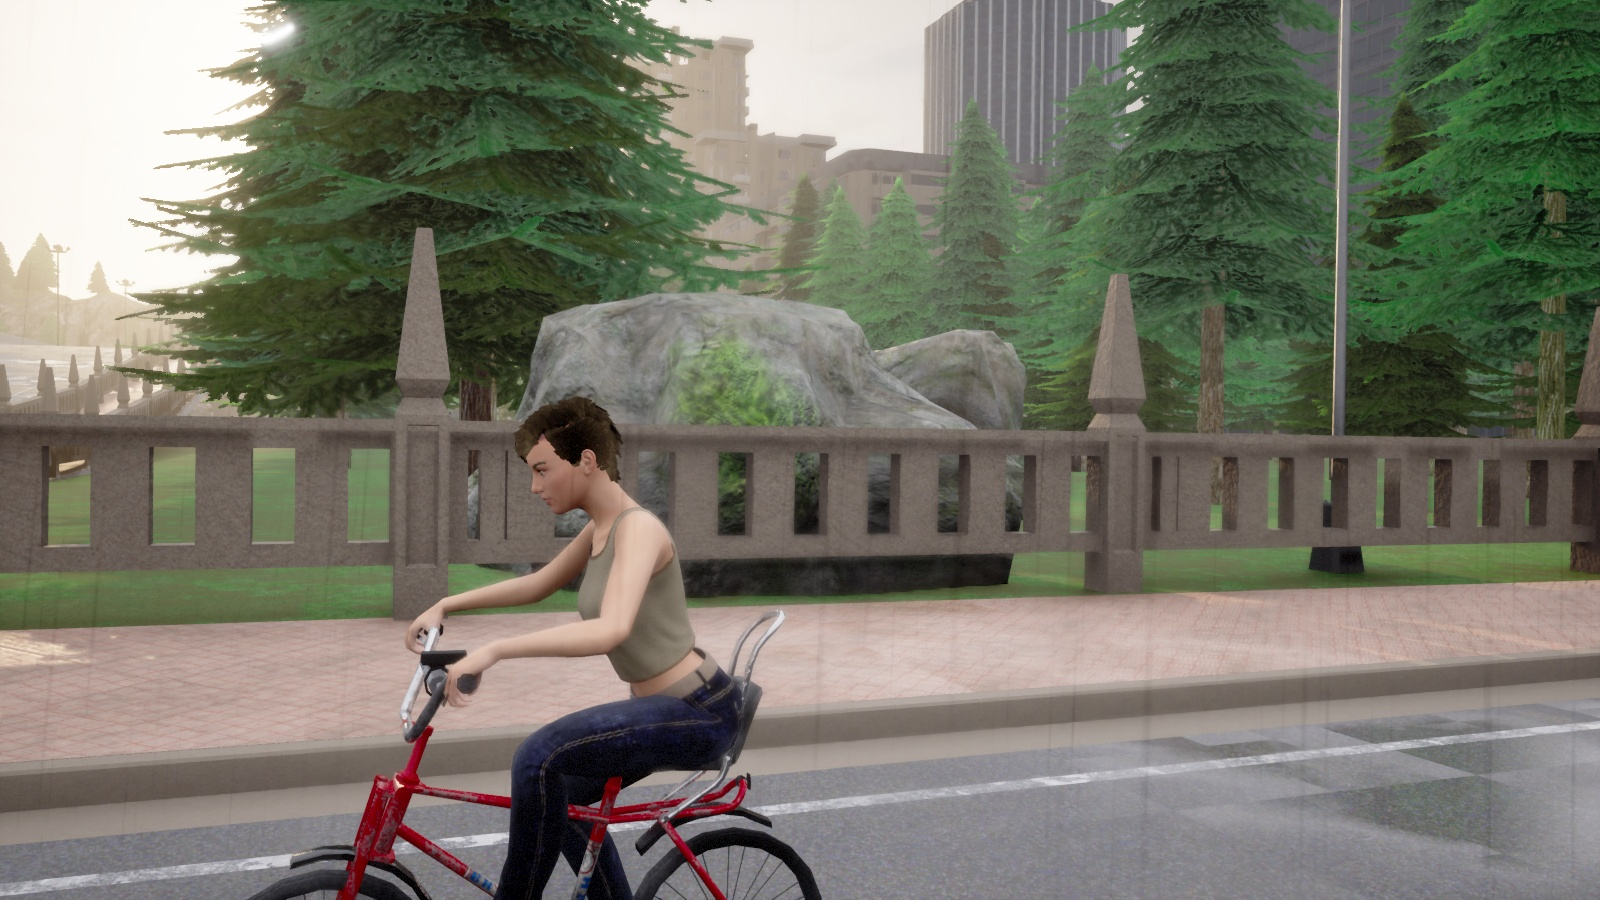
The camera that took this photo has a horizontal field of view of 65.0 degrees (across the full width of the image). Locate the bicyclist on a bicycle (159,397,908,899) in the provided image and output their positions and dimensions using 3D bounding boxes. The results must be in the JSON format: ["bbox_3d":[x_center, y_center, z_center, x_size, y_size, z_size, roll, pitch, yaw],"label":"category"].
[{"bbox_3d":[-0.616,0.692,2.999,1.509,1.612,0.866,-1,1,-20],"label":"bicyclist on a bicycle"}]
